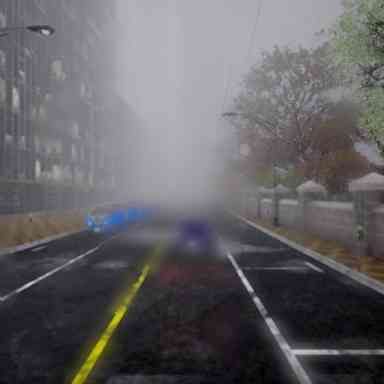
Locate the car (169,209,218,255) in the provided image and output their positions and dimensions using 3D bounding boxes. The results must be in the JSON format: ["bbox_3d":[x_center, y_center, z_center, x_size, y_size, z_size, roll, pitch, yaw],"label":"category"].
[{"bbox_3d":[0.070,1.674,13.861,1.812,1.442,4.674,0,0,1],"label":"car"}]

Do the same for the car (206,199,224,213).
[{"bbox_3d":[3.166,2.007,43.047,1.887,1.381,4.507,0,-1,1],"label":"car"}]

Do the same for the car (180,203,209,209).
[{"bbox_3d":[0.211,1.903,28.190,1.895,1.301,4.718,0,-1,1],"label":"car"}]

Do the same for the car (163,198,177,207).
[{"bbox_3d":[-4.264,2.020,65.460,2.192,1.841,5.009,0,-1,2],"label":"car"}]

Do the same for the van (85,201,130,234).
[{"bbox_3d":[-5.216,1.560,20.431,1.690,1.788,3.998,0,-1,1],"label":"van"}]

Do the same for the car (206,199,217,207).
[{"bbox_3d":[3.771,2.147,65.625,1.967,1.590,4.097,0,-1,2],"label":"car"}]

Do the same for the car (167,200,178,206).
[{"bbox_3d":[-4.076,2.317,71.090,2.008,1.369,4.403,0,-1,2],"label":"car"}]

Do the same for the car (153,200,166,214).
[{"bbox_3d":[-4.864,2.026,42.944,1.947,1.339,4.313,0,-1,1],"label":"car"}]

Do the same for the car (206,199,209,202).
[{"bbox_3d":[3.292,2.089,48.691,1.947,1.339,4.313,0,-1,1],"label":"car"}]

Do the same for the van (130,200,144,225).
[{"bbox_3d":[-5.150,1.620,26.066,1.690,1.788,3.998,0,-1,1],"label":"van"}]

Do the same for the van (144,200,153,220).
[{"bbox_3d":[-5.073,1.680,31.694,1.690,1.788,3.998,0,-1,1],"label":"van"}]

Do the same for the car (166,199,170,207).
[{"bbox_3d":[-4.739,2.072,48.579,2.008,1.369,4.403,0,-1,1],"label":"car"}]

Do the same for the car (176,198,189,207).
[{"bbox_3d":[-1.748,2.048,64.635,2.097,1.767,4.553,0,-1,2],"label":"car"}]

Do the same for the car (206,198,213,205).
[{"bbox_3d":[4.592,2.440,86.470,1.837,1.490,4.892,0,-1,2],"label":"car"}]

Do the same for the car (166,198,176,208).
[{"bbox_3d":[-4.439,2.194,59.831,2.008,1.369,4.403,0,-1,2],"label":"car"}]
